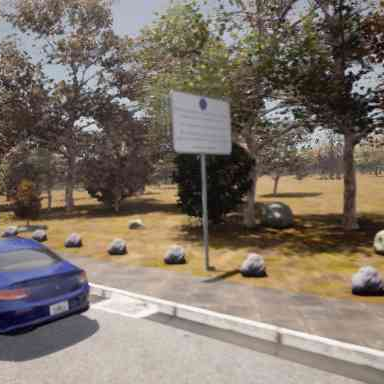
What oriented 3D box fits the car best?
[{"bbox_3d":[-3.860,1.586,6.308,4.674,1.442,1.812,-1,0,35],"label":"car"}]
